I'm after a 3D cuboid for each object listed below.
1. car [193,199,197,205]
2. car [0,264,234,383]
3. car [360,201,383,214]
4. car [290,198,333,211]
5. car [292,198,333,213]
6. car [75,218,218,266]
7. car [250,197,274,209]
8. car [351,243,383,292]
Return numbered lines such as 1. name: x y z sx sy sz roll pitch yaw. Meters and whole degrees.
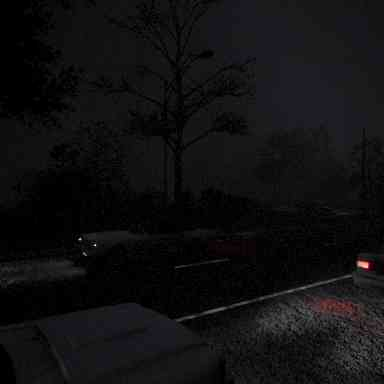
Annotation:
1. car: 0.661 1.752 63.491 1.994 1.385 4.181 0 -1 -22
2. car: -1.953 1.601 2.318 4.718 1.301 1.895 0 0 -35
3. car: 19.618 1.601 33.431 1.895 1.301 4.718 0 0 -32
4. car: 14.887 1.500 41.778 2.128 1.511 4.902 0 0 -28
5. car: 13.416 1.508 37.154 1.837 1.490 4.892 0 0 -28
6. car: -1.468 1.601 11.482 4.718 1.301 1.895 0 0 -35
7. car: 9.070 1.510 45.380 1.882 1.535 5.008 0 0 -27
8. car: 5.934 1.547 7.808 5.357 1.411 2.033 0 0 -35
